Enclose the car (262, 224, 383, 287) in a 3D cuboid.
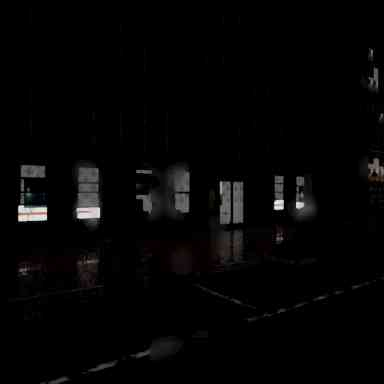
[{"bbox_3d":[3.796,1.582,9.273,4.206,1.307,1.802,0,0,-36],"label":"car"}]
